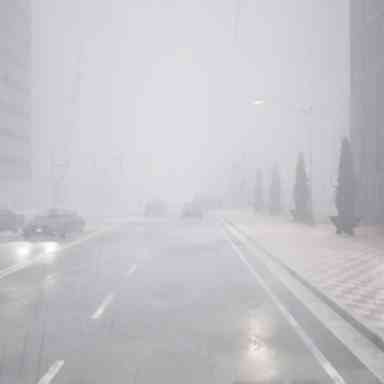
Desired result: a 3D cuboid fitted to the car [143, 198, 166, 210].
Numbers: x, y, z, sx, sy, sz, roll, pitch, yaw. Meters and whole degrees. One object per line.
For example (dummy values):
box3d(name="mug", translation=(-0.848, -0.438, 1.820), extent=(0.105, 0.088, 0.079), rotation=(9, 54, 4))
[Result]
box3d(name="car", translation=(-5.113, 1.557, 44.746), extent=(2.128, 1.511, 4.902), rotation=(0, 0, -19))

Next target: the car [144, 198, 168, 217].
box3d(name="car", translation=(-3.463, 1.552, 32.078), extent=(1.837, 1.490, 4.892), rotation=(0, 0, 0))

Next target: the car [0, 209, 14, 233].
box3d(name="car", translation=(-10.585, 1.573, 17.214), extent=(2.033, 1.411, 5.357), rotation=(0, 0, 0))

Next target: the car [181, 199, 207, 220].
box3d(name="car", translation=(0.012, 1.589, 28.617), extent=(2.033, 1.411, 5.357), rotation=(0, 0, 1))

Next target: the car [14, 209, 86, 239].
box3d(name="car", translation=(-7.085, 1.589, 17.392), extent=(1.994, 1.385, 4.181), rotation=(0, 0, 0))

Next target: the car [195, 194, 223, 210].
box3d(name="car", translation=(2.229, 1.283, 44.476), extent=(2.150, 2.045, 5.566), rotation=(-1, -1, 30))
